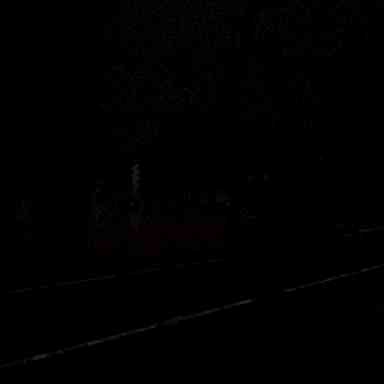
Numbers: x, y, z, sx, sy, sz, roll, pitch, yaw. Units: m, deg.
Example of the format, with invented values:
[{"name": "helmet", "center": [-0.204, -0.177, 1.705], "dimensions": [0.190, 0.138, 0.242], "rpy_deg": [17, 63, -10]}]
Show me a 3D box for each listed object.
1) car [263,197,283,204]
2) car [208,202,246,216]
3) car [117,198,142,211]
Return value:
[{"name": "car", "center": [16.508, 1.789, 67.827], "dimensions": [1.970, 1.475, 3.806], "rpy_deg": [0, -1, -37]}, {"name": "car", "center": [3.641, 1.765, 35.689], "dimensions": [1.812, 1.442, 4.674], "rpy_deg": [0, -1, -37]}, {"name": "car", "center": [-10.249, 1.967, 54.305], "dimensions": [2.150, 2.045, 5.566], "rpy_deg": [0, -1, -36]}]
